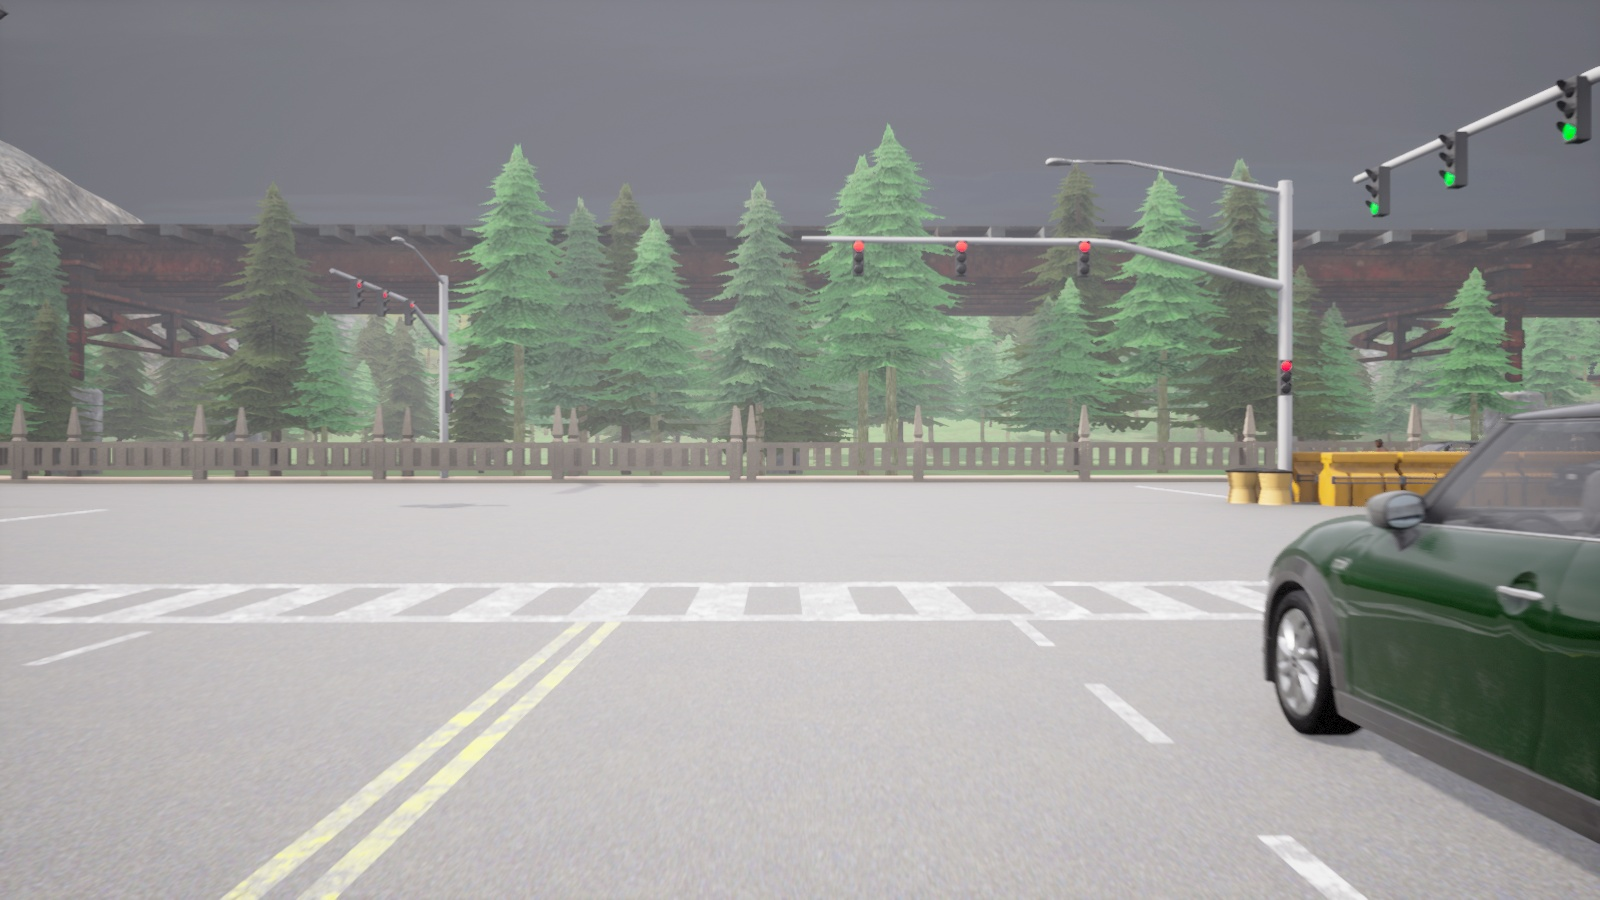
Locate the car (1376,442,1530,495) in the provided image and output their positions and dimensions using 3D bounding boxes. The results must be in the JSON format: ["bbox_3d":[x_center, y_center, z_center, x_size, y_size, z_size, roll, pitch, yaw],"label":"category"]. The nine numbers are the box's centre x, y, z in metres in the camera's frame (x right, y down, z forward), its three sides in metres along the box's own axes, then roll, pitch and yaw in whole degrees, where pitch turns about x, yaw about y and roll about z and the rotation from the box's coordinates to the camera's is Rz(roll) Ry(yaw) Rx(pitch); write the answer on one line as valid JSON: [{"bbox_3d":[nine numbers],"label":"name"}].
[{"bbox_3d":[19.594,0.528,37.801,3.705,1.549,1.789,0,0,-1],"label":"car"}]

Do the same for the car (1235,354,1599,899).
[{"bbox_3d":[3.544,0.580,4.938,2.097,1.767,4.553,0,0,0],"label":"car"}]
